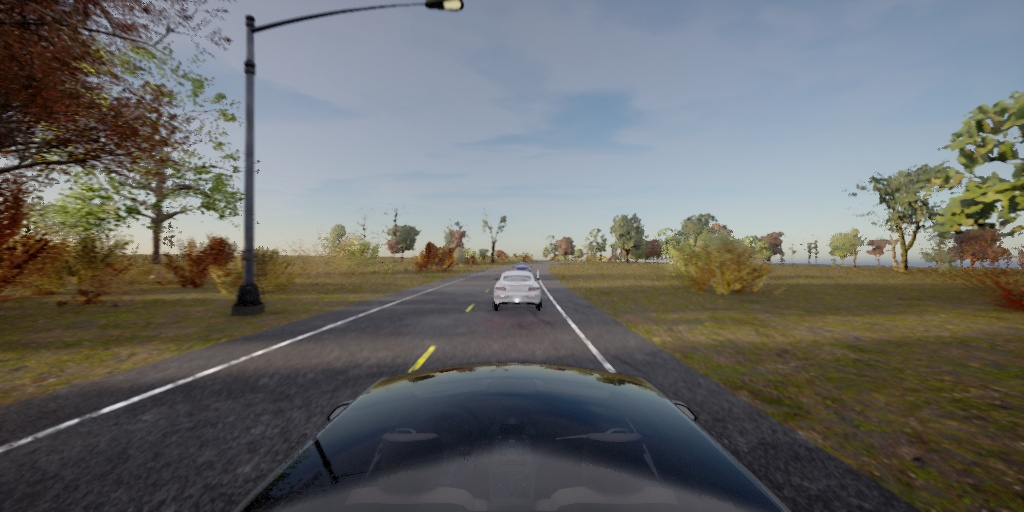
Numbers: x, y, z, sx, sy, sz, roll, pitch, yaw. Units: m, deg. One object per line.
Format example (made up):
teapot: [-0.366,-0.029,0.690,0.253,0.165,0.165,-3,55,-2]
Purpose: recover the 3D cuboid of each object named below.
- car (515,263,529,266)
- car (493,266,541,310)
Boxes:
car: [1.035,1.422,36.460,1.812,1.442,4.674,0,0,3]
car: [0.228,1.332,15.041,1.812,1.442,4.674,0,0,1]
